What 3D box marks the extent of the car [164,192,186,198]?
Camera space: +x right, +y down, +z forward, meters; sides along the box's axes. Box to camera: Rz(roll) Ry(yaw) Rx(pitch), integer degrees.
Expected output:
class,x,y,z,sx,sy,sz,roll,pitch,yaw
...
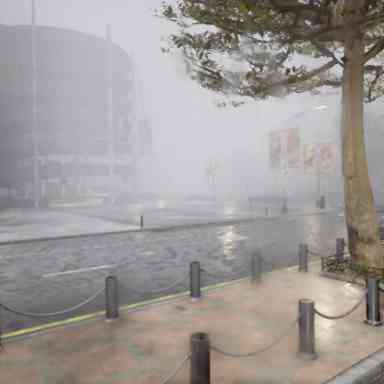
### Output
class,x,y,z,sx,sy,sz,roll,pitch,yaw
car,-4.126,0.753,80.035,4.902,1.511,2.128,-1,1,26

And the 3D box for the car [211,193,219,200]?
class,x,y,z,sx,sy,sz,roll,pitch,yaw
car,3.261,0.839,65.064,1.994,1.385,4.181,-1,1,-39

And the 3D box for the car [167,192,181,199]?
class,x,y,z,sx,sy,sz,roll,pitch,yaw
car,-5.148,0.756,76.623,5.008,1.535,1.882,0,1,30

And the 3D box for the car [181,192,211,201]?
class,x,y,z,sx,sy,sz,roll,pitch,yaw
car,0.718,0.845,62.570,1.837,1.490,4.892,-1,0,-40

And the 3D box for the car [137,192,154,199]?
class,x,y,z,sx,sy,sz,roll,pitch,yaw
car,-11.660,0.870,72.031,5.357,1.411,2.033,-1,1,26

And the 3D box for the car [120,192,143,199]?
class,x,y,z,sx,sy,sz,roll,pitch,yaw
car,-14.683,0.805,80.478,5.008,1.535,1.882,-1,1,12

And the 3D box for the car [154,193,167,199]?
class,x,y,z,sx,sy,sz,roll,pitch,yaw
car,-8.805,0.843,74.578,4.892,1.490,1.837,-1,1,26

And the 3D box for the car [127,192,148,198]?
class,x,y,z,sx,sy,sz,roll,pitch,yaw
car,-13.723,0.768,83.843,4.892,1.490,1.837,-1,1,12

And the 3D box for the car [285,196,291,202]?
class,x,y,z,sx,sy,sz,roll,pitch,yaw
car,12.779,0.819,52.064,2.033,1.411,5.357,-1,1,-35

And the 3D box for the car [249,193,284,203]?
class,x,y,z,sx,sy,sz,roll,pitch,yaw
car,10.727,0.936,48.899,1.895,1.301,4.718,-1,1,-35
